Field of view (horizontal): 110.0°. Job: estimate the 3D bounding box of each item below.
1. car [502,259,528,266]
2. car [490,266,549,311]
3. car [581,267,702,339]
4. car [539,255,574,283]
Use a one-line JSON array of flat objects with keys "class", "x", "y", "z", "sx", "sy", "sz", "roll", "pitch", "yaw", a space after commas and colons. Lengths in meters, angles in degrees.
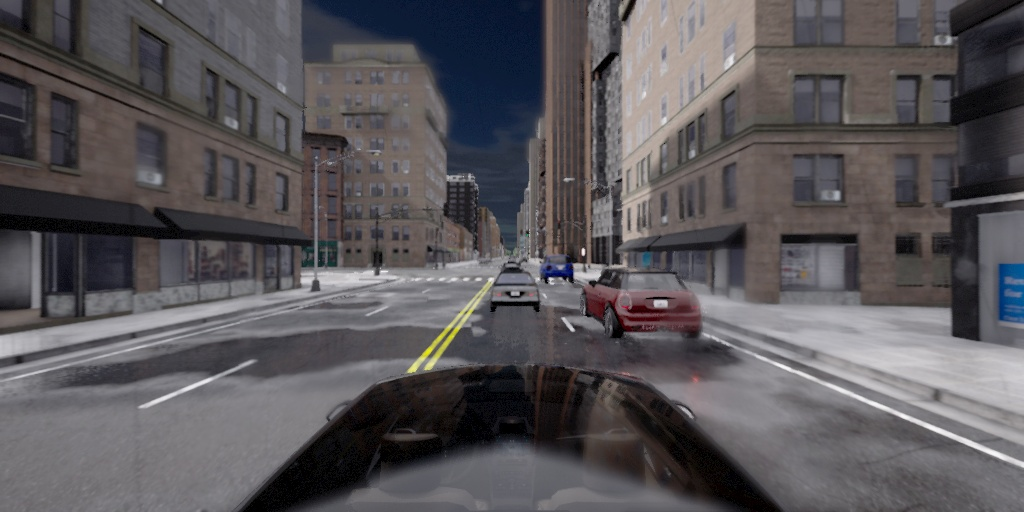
[{"class": "car", "x": -0.043, "y": 1.232, "z": 28.189, "sx": 1.837, "sy": 1.490, "sz": 4.892, "roll": 0, "pitch": 0, "yaw": -2}, {"class": "car", "x": 0.107, "y": 1.287, "z": 14.329, "sx": 2.033, "sy": 1.411, "sz": 5.357, "roll": 0, "pitch": 0, "yaw": 0}, {"class": "car", "x": 3.354, "y": 1.094, "z": 10.199, "sx": 2.097, "sy": 1.767, "sz": 4.553, "roll": 0, "pitch": 0, "yaw": 0}, {"class": "car", "x": 3.363, "y": 0.949, "z": 27.544, "sx": 2.150, "sy": 2.045, "sz": 5.566, "roll": 0, "pitch": 0, "yaw": 0}]
